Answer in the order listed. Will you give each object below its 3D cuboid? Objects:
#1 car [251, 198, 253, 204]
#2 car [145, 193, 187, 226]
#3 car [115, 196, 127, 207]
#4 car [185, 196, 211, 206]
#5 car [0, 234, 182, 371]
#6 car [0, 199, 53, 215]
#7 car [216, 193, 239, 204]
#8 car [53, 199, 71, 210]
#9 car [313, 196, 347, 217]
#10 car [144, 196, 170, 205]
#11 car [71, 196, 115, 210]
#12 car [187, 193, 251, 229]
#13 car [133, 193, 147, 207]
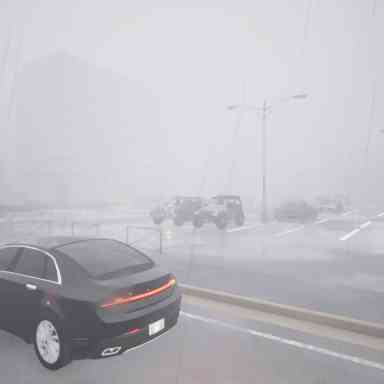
[{"bbox_3d":[9.870,1.505,62.456,1.837,1.490,4.892,0,0,34],"label":"car"},{"bbox_3d":[-0.632,1.153,21.882,1.932,1.855,4.605,0,0,34],"label":"car"},{"bbox_3d":[-11.807,1.352,49.410,2.097,1.767,4.553,0,0,34],"label":"car"},{"bbox_3d":[1.083,1.477,55.672,1.882,1.535,5.008,0,0,34],"label":"car"},{"bbox_3d":[-2.429,1.505,5.733,4.892,1.490,1.837,0,0,36],"label":"car"},{"bbox_3d":[-17.472,1.601,34.738,1.895,1.301,4.718,0,0,34],"label":"car"},{"bbox_3d":[6.880,1.221,64.252,2.150,2.045,5.566,0,0,34],"label":"car"},{"bbox_3d":[-17.144,1.547,41.492,2.033,1.411,5.357,0,0,34],"label":"car"},{"bbox_3d":[13.779,1.395,33.146,1.970,1.475,3.806,0,0,34],"label":"car"},{"bbox_3d":[-6.028,1.525,57.920,1.812,1.442,4.674,0,0,35],"label":"car"},{"bbox_3d":[-12.470,1.525,42.149,1.812,1.442,4.674,0,0,34],"label":"car"},{"bbox_3d":[1.732,1.156,20.212,1.905,1.878,3.866,0,0,34],"label":"car"},{"bbox_3d":[-6.584,1.221,50.860,2.150,2.045,5.566,0,0,34],"label":"car"}]
